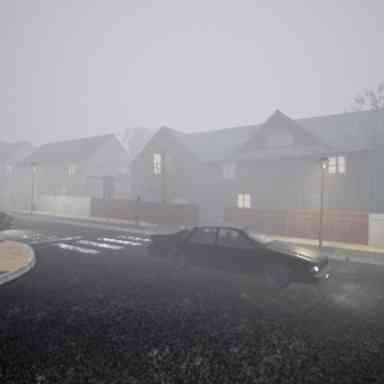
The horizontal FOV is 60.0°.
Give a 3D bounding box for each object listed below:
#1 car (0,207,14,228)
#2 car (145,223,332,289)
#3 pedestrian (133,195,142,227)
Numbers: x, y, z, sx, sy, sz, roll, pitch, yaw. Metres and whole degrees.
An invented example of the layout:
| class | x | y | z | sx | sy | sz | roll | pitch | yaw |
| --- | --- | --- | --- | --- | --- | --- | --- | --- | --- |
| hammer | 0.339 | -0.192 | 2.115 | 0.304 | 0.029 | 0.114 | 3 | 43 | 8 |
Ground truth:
| class | x | y | z | sx | sy | sz | roll | pitch | yaw |
| --- | --- | --- | --- | --- | --- | --- | --- | --- | --- |
| car | -11.303 | 1.173 | 17.570 | 4.181 | 1.385 | 1.994 | 2 | 0 | 32 |
| car | 1.163 | 1.664 | 9.815 | 5.357 | 1.411 | 2.033 | 2 | 0 | 31 |
| pedestrian | -3.206 | 1.096 | 19.449 | 0.375 | 1.860 | 0.375 | -1 | -5 | 32 |
